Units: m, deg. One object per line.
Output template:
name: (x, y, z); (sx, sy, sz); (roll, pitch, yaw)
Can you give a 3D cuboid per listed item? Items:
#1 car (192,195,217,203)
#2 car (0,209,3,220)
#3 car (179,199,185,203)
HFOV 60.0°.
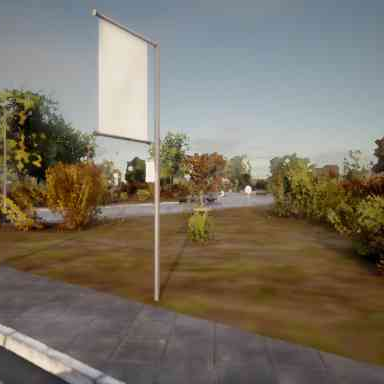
car: (2.461, 1.278, 56.941); (1.837, 1.490, 4.892); (0, 1, 37)
car: (-14.004, 1.495, 25.097); (1.994, 1.385, 4.181); (0, 0, 39)
car: (-0.349, 1.380, 59.028); (1.895, 1.301, 4.718); (0, 1, 37)
